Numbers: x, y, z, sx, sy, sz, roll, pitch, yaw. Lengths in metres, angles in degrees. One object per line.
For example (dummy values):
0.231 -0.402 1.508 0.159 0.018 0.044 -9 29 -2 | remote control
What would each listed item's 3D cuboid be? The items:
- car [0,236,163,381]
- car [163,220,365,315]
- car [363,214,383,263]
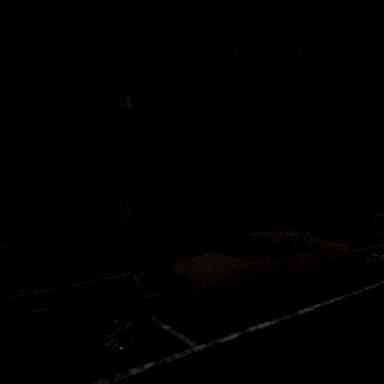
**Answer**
-2.688 1.438 4.271 4.097 1.590 1.967 -1 0 -36 | car
1.666 1.456 7.378 4.829 1.417 1.752 -1 0 -36 | car
6.297 1.411 10.681 4.403 1.369 2.008 -1 0 -36 | car
